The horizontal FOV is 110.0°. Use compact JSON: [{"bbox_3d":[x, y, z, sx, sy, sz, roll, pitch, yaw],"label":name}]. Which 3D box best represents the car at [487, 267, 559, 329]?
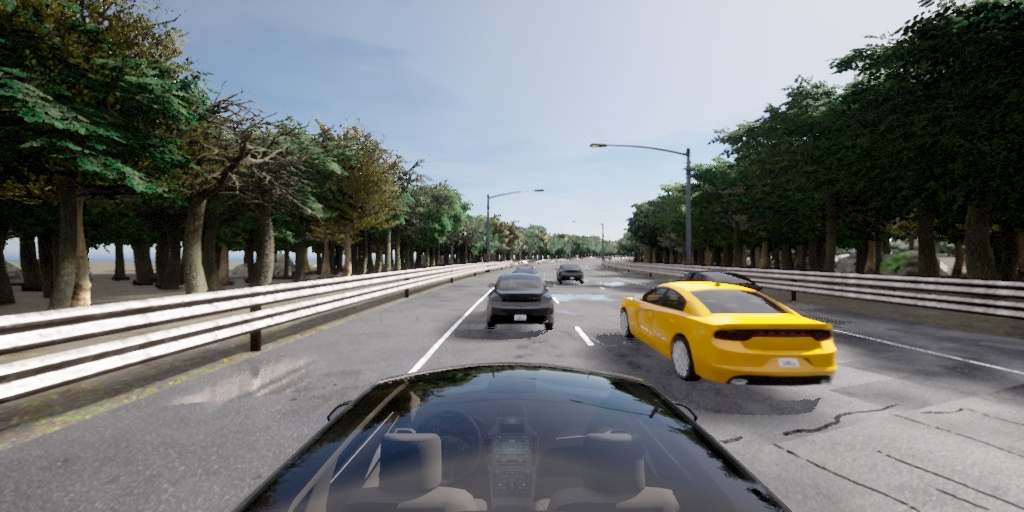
[{"bbox_3d":[0.263,1.299,11.467,1.837,1.490,4.892,0,0,1],"label":"car"}]

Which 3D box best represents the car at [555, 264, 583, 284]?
[{"bbox_3d":[4.574,1.375,28.729,1.837,1.490,4.892,0,0,4],"label":"car"}]

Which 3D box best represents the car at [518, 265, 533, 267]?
[{"bbox_3d":[1.079,1.434,28.882,1.994,1.385,4.181,0,0,4],"label":"car"}]

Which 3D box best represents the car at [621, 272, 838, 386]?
[{"bbox_3d":[3.677,1.251,7.205,1.882,1.535,5.008,0,0,1],"label":"car"}]

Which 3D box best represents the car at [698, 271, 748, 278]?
[{"bbox_3d":[7.323,1.307,13.395,1.837,1.490,4.892,0,0,2],"label":"car"}]
